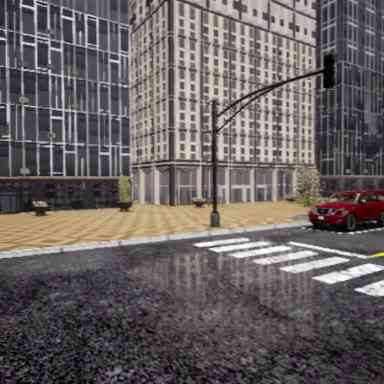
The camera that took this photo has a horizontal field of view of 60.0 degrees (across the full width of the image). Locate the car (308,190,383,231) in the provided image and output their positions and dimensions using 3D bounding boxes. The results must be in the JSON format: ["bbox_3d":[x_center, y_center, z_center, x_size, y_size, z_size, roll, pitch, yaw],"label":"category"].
[{"bbox_3d":[8.120,0.848,16.891,5.009,1.841,2.192,-1,2,-33],"label":"car"}]
